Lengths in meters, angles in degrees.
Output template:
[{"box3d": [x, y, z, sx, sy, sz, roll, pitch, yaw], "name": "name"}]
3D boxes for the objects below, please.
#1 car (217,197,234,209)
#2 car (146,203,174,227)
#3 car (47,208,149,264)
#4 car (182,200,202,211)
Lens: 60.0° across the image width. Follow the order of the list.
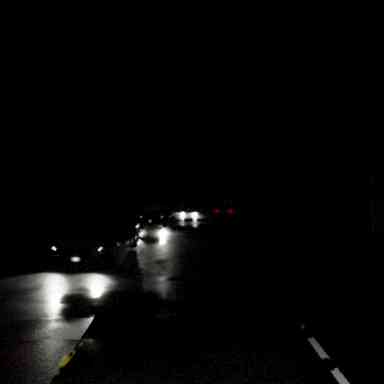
[{"box3d": [4.656, 1.422, 45.953, 2.097, 1.767, 4.553, 0, 0, 11], "name": "car"}, {"box3d": [-2.374, 1.527, 22.859, 1.812, 1.442, 4.674, 0, 0, 5], "name": "car"}, {"box3d": [-3.194, 1.544, 12.167, 2.033, 1.411, 5.357, 0, 0, 3], "name": "car"}, {"box3d": [0.005, 1.683, 40.824, 1.895, 1.301, 4.718, 0, 0, 10], "name": "car"}]
